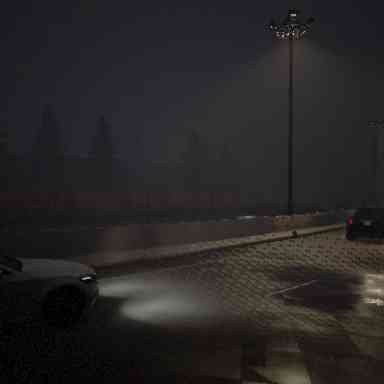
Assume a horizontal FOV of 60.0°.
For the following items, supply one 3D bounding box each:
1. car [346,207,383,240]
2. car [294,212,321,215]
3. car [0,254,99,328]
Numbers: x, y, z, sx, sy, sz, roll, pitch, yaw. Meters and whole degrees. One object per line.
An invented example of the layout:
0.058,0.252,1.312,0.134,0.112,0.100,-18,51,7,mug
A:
9.960,1.574,17.594,2.097,1.767,4.553,0,-1,44,car
10.432,1.892,29.050,1.994,1.385,4.181,0,-1,38,car
-3.912,1.549,5.406,4.674,1.442,1.812,1,-1,-36,car
